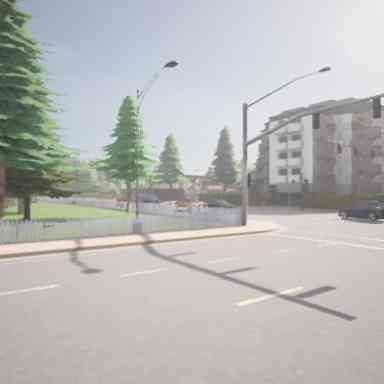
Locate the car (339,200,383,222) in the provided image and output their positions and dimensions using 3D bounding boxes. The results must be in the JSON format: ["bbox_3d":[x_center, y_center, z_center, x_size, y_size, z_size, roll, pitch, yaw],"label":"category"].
[{"bbox_3d":[14.481,1.458,27.763,2.097,1.767,4.553,0,0,-18],"label":"car"}]

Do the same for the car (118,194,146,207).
[{"bbox_3d":[-9.754,1.359,51.770,2.150,2.045,5.566,0,0,-34],"label":"car"}]

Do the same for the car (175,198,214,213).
[{"bbox_3d":[-0.043,1.434,37.240,2.097,1.767,4.553,0,0,-34],"label":"car"}]

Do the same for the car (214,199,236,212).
[{"bbox_3d":[3.088,1.599,38.855,1.837,1.490,4.892,0,0,-34],"label":"car"}]

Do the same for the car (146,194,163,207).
[{"bbox_3d":[-6.854,1.424,53.730,2.150,2.045,5.566,0,0,-34],"label":"car"}]
